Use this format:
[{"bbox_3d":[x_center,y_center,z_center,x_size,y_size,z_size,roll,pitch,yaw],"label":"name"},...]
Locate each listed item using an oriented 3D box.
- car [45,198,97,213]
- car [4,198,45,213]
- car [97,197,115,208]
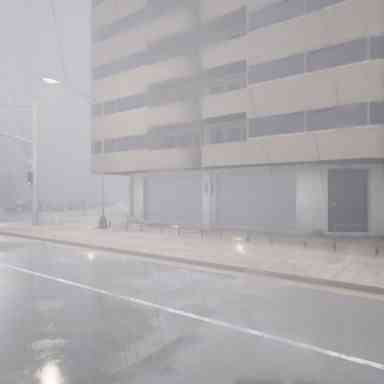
[{"bbox_3d":[-13.765,1.505,38.056,1.837,1.490,4.892,0,0,37],"label":"car"},{"bbox_3d":[-18.479,1.505,37.577,1.837,1.490,4.892,0,0,37],"label":"car"},{"bbox_3d":[-12.746,1.505,45.308,1.837,1.490,4.892,0,0,37],"label":"car"}]
